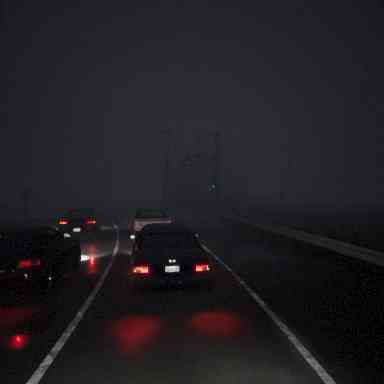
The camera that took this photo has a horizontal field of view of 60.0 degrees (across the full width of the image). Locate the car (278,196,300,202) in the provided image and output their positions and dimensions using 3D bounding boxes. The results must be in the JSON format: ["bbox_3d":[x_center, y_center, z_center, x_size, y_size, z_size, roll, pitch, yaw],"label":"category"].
[{"bbox_3d":[22.734,1.595,77.931,4.718,1.301,1.895,0,0,-22],"label":"car"}]

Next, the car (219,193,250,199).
[{"bbox_3d":[8.142,1.222,61.449,5.566,2.045,2.150,0,0,-19],"label":"car"}]

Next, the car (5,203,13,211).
[{"bbox_3d":[-23.576,1.604,38.662,4.718,1.301,1.895,0,0,-20],"label":"car"}]

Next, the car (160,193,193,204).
[{"bbox_3d":[-2.686,1.352,57.563,4.553,1.767,2.097,0,0,-20],"label":"car"}]

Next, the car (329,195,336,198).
[{"bbox_3d":[35.362,1.511,85.398,4.181,1.385,1.994,0,0,-38],"label":"car"}]

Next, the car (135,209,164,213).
[{"bbox_3d":[-2.375,1.601,18.476,1.895,1.301,4.718,0,0,-12],"label":"car"}]

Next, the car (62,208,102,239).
[{"bbox_3d":[-5.689,1.526,17.142,1.812,1.442,4.674,0,0,-13],"label":"car"}]

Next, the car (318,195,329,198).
[{"bbox_3d":[28.211,1.540,76.676,5.357,1.411,2.033,0,0,-26],"label":"car"}]

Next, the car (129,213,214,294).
[{"bbox_3d":[-0.695,1.547,8.975,2.033,1.411,5.357,0,0,-7],"label":"car"}]

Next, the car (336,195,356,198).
[{"bbox_3d":[34.059,1.478,71.889,5.008,1.535,1.882,0,0,-30],"label":"car"}]

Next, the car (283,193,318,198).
[{"bbox_3d":[21.566,1.222,66.204,5.566,2.045,2.150,0,0,-20],"label":"car"}]

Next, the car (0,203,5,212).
[{"bbox_3d":[-19.393,1.607,29.008,4.718,1.301,1.895,0,0,-20],"label":"car"}]

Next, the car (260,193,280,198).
[{"bbox_3d":[17.260,1.225,72.090,5.566,2.045,2.150,0,0,-20],"label":"car"}]

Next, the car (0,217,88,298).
[{"bbox_3d":[-4.210,1.564,8.532,1.994,1.385,4.181,0,0,-6],"label":"car"}]

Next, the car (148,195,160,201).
[{"bbox_3d":[-6.925,1.352,67.156,4.553,1.767,2.097,0,0,-20],"label":"car"}]

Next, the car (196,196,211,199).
[{"bbox_3d":[2.253,1.552,70.401,4.181,1.385,1.994,0,0,-20],"label":"car"}]
